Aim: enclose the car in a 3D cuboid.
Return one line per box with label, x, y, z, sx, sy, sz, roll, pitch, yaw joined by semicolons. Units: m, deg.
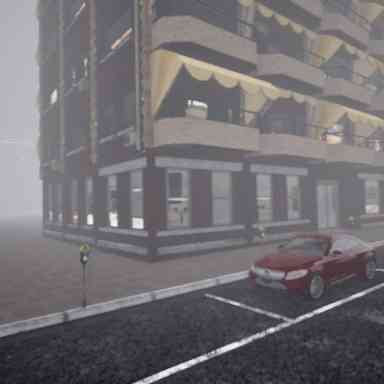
car;3.337;1.747;8.777;4.206;1.307;1.802;-1;-1;-38
